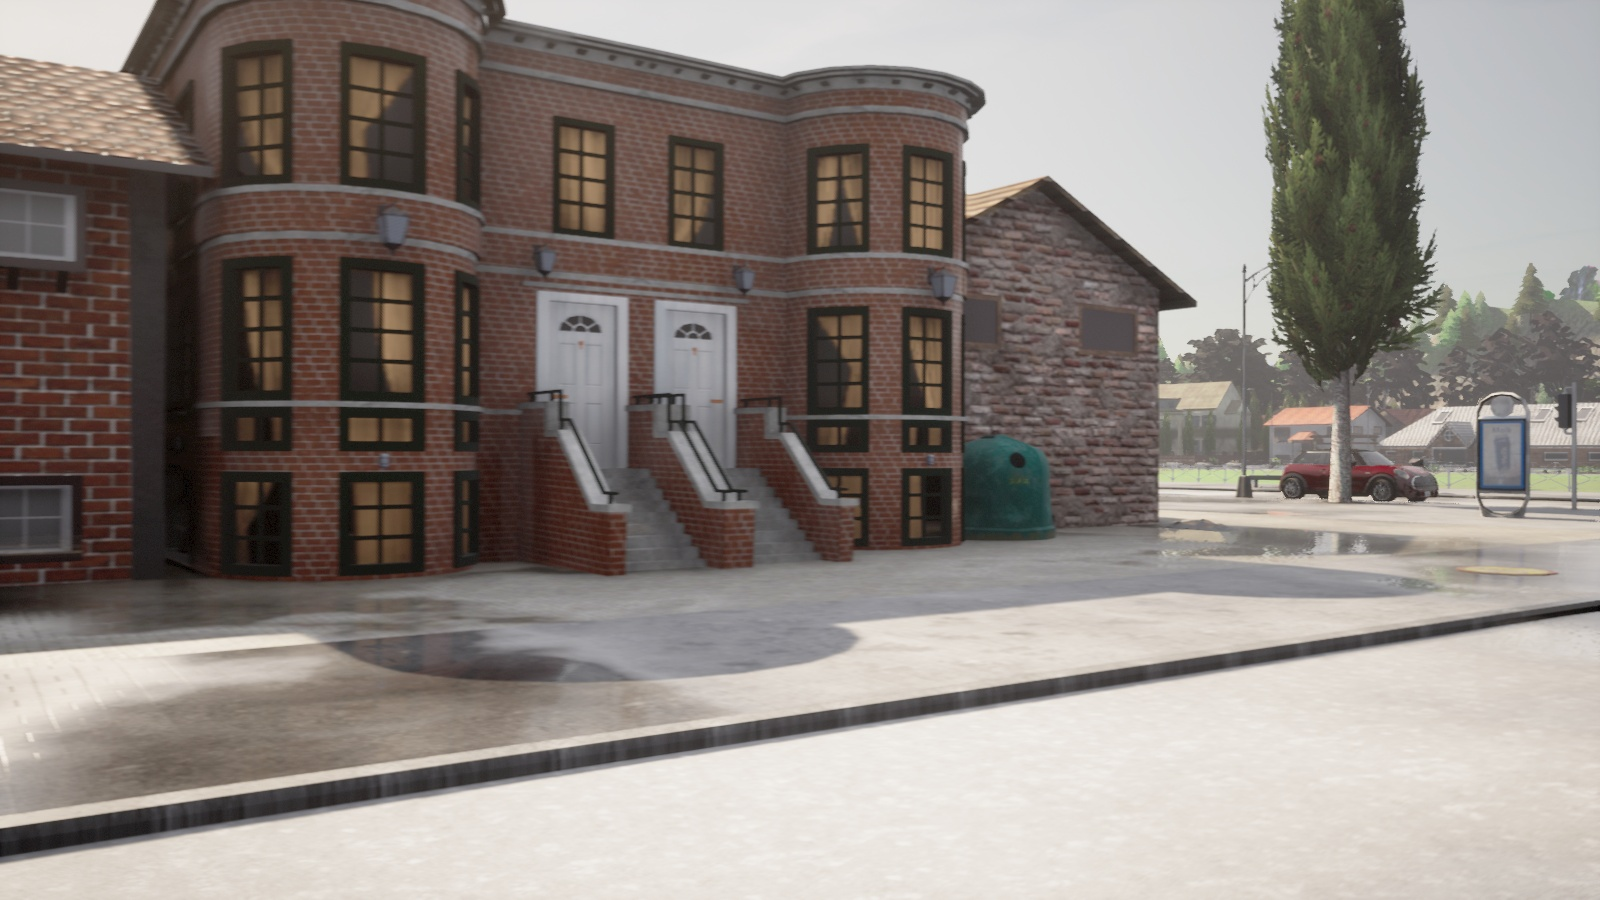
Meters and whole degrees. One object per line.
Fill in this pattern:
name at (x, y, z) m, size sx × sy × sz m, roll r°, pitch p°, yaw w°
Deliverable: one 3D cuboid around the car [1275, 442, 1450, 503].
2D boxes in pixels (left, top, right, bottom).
car at (17.500, 0.663, 39.266) m, size 2.097 × 1.767 × 4.553 m, roll 0°, pitch 0°, yaw -35°
